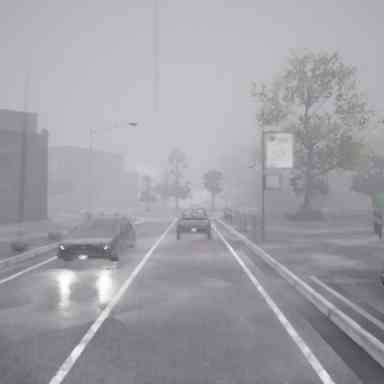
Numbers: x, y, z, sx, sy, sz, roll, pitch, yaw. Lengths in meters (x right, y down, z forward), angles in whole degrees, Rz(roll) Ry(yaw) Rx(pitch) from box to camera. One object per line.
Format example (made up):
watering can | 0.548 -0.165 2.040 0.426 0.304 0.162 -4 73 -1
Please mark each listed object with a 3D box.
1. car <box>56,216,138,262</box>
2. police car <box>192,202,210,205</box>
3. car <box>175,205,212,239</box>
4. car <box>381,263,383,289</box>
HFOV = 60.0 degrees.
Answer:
car | -3.328 1.657 12.828 2.033 1.411 5.357 0 -1 0
police car | 0.513 2.115 35.176 2.038 1.542 4.974 0 -1 6
car | 0.097 1.720 18.883 2.128 1.511 4.902 0 -1 0
car | 6.217 1.328 6.390 4.553 1.767 2.185 0 0 -1
